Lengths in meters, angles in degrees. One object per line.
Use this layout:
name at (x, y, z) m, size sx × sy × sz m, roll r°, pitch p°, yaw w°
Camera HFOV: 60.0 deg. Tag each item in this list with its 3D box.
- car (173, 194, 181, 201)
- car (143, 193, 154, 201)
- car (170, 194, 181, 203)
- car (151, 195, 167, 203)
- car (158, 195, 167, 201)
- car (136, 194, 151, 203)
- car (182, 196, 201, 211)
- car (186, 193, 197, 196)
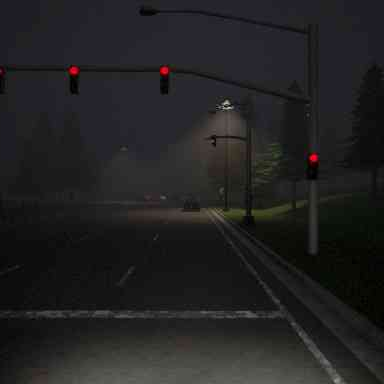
car at (-3.606, 1.310, 80.782) m, size 1.882 × 1.535 × 5.008 m, roll 0°, pitch 0°, yaw 0°
car at (-10.606, 1.187, 80.743) m, size 2.097 × 1.767 × 4.553 m, roll 0°, pitch 0°, yaw 0°
car at (-3.593, 1.545, 70.779) m, size 1.994 × 1.385 × 4.181 m, roll 0°, pitch 0°, yaw 0°
car at (-7.093, 1.587, 70.804) m, size 1.895 × 1.301 × 4.718 m, roll 0°, pitch 0°, yaw 0°
car at (-7.106, 1.356, 80.778) m, size 1.812 × 1.442 × 4.674 m, roll 0°, pitch 0°, yaw 0°
car at (-10.592, 1.531, 70.353) m, size 2.033 × 1.411 × 5.357 m, roll 0°, pitch 0°, yaw 0°
car at (-0.052, 1.526, 39.754) m, size 1.812 × 1.442 × 4.674 m, roll 0°, pitch 0°, yaw 0°
car at (-0.092, 1.217, 70.397) m, size 2.150 × 2.045 × 5.566 m, roll 0°, pitch 0°, yaw 0°
